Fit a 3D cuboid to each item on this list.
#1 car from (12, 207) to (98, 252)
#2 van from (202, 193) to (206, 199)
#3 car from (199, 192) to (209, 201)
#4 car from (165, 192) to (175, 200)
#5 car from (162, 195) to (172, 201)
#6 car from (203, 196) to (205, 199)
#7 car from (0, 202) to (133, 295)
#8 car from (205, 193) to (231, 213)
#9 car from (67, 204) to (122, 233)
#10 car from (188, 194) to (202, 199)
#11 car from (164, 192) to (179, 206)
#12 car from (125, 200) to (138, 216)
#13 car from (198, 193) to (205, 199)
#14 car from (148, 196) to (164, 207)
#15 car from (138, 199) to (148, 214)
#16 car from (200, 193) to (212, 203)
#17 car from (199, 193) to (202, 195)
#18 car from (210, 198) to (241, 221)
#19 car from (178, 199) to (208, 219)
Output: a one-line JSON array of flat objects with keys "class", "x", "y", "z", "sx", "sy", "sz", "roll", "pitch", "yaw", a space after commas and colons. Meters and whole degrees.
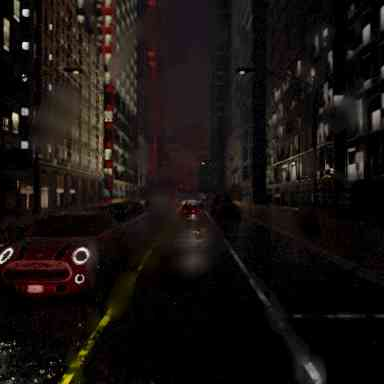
[{"class": "car", "x": -5.681, "y": 1.495, "z": 14.505, "sx": 1.887, "sy": 1.381, "sz": 4.507, "roll": 1, "pitch": 0, "yaw": 0}, {"class": "van", "x": 2.695, "y": 1.179, "z": 48.047, "sx": 1.690, "sy": 1.788, "sz": 3.998, "roll": 1, "pitch": 0, "yaw": 0}, {"class": "car", "x": 2.687, "y": 1.062, "z": 75.934, "sx": 2.192, "sy": 1.841, "sz": 5.009, "roll": 1, "pitch": 0, "yaw": 0}, {"class": "car", "x": -5.696, "y": 1.028, "z": 86.981, "sx": 2.192, "sy": 1.841, "sz": 5.009, "roll": 1, "pitch": 0, "yaw": 0}, {"class": "car", "x": -5.698, "y": 1.330, "z": 75.832, "sx": 1.802, "sy": 1.307, "sz": 4.206, "roll": 1, "pitch": 0, "yaw": 0}, {"class": "car", "x": 2.691, "y": 1.438, "z": 42.471, "sx": 1.802, "sy": 1.307, "sz": 4.206, "roll": 1, "pitch": 0, "yaw": 0}, {"class": "car", "x": -3.103, "y": 1.322, "z": 8.829, "sx": 2.097, "sy": 1.767, "sz": 4.553, "roll": 0, "pitch": 0, "yaw": 0}, {"class": "car", "x": 2.699, "y": 1.208, "z": 31.316, "sx": 2.192, "sy": 1.841, "sz": 5.009, "roll": 1, "pitch": 0, "yaw": 0}, {"class": "car", "x": -5.682, "y": 1.483, "z": 20.081, "sx": 2.008, "sy": 1.369, "sz": 4.403, "roll": 1, "pitch": 0, "yaw": 0}, {"class": "car", "x": 0.089, "y": 1.375, "z": 44.438, "sx": 1.812, "sy": 1.442, "sz": 4.674, "roll": 0, "pitch": 0, "yaw": 0}, {"class": "car", "x": -3.081, "y": 1.177, "z": 51.721, "sx": 2.097, "sy": 1.767, "sz": 4.553, "roll": 0, "pitch": 0, "yaw": 0}, {"class": "car", "x": -5.684, "y": 1.479, "z": 25.656, "sx": 1.947, "sy": 1.339, "sz": 4.313, "roll": 1, "pitch": 0, "yaw": 0}, {"class": "car", "x": 2.680, "y": 1.134, "z": 92.665, "sx": 1.967, "sy": 1.590, "sz": 4.097, "roll": 1, "pitch": 0, "yaw": 0}, {"class": "car", "x": -5.690, "y": 1.389, "z": 47.956, "sx": 2.008, "sy": 1.369, "sz": 4.403, "roll": 1, "pitch": 0, "yaw": 0}, {"class": "car", "x": -5.685, "y": 1.439, "z": 31.231, "sx": 1.887, "sy": 1.381, "sz": 4.507, "roll": 1, "pitch": 0, "yaw": 0}, {"class": "car", "x": 2.690, "y": 1.098, "z": 64.779, "sx": 2.192, "sy": 1.841, "sz": 5.009, "roll": 1, "pitch": 0, "yaw": 0}, {"class": "car", "x": 2.690, "y": 1.241, "z": 59.201, "sx": 1.967, "sy": 1.590, "sz": 4.097, "roll": 1, "pitch": 0, "yaw": 0}, {"class": "car", "x": 2.697, "y": 1.457, "z": 25.739, "sx": 1.887, "sy": 1.381, "sz": 4.507, "roll": 1, "pitch": 0, "yaw": 0}, {"class": "car", "x": 0.092, "y": 1.507, "z": 27.486, "sx": 1.895, "sy": 1.301, "sz": 4.718, "roll": 0, "pitch": 0, "yaw": 0}]
